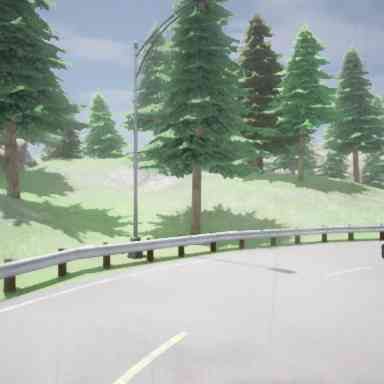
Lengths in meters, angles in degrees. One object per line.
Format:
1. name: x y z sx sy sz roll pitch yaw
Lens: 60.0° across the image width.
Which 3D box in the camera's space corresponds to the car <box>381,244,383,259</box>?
1. car: 7.630 1.620 9.067 4.718 1.301 1.895 0 0 -21
